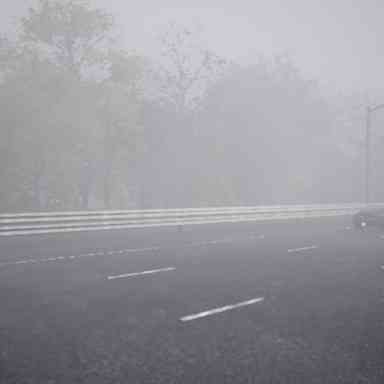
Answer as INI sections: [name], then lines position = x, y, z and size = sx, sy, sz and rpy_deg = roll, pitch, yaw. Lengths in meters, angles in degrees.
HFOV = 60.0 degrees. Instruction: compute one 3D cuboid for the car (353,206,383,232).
[car]
position = 12.025, 1.625, 20.876
size = 4.892, 1.490, 1.837
rpy_deg = 0, 0, -35
